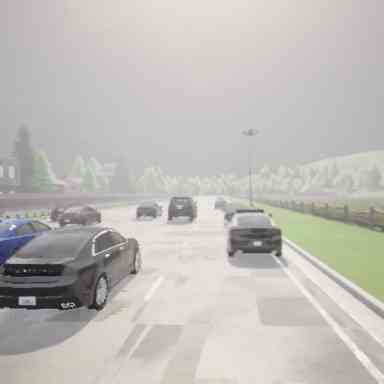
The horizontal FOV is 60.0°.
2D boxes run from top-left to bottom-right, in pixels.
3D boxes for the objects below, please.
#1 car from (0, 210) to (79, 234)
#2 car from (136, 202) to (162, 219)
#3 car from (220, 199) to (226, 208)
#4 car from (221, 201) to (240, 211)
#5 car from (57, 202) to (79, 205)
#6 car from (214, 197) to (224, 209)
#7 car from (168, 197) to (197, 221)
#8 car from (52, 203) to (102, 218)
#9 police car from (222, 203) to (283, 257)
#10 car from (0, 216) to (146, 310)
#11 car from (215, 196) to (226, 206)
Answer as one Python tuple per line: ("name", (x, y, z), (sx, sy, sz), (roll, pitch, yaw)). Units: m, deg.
("car", (-5.834, 1.615, 11.064), (1.882, 1.535, 5.008), (-1, 0, 5))
("car", (-4.082, 1.755, 32.228), (1.837, 1.490, 4.892), (-1, 0, 5))
("car", (3.646, 1.646, 29.223), (1.837, 1.490, 4.892), (-1, 0, 5))
("car", (3.151, 1.615, 23.243), (1.837, 1.490, 4.892), (-1, 0, 5))
("car", (-11.205, 1.675, 31.050), (2.097, 1.767, 4.553), (-1, 0, 5))
("car", (4.268, 1.752, 49.472), (2.128, 1.511, 4.902), (-1, 0, 5))
("car", (-0.783, 1.418, 29.699), (2.150, 2.045, 5.566), (-1, 0, 5))
("car", (-8.211, 1.776, 24.762), (1.812, 1.442, 4.674), (-1, 0, 5))
("police car", (2.334, 1.483, 13.387), (1.930, 1.638, 5.238), (-1, 0, 5))
("car", (-2.573, 1.587, 8.023), (1.837, 1.490, 4.892), (-1, 0, 5))
("car", (5.502, 1.691, 64.391), (2.097, 1.767, 4.553), (-1, 0, 5))
